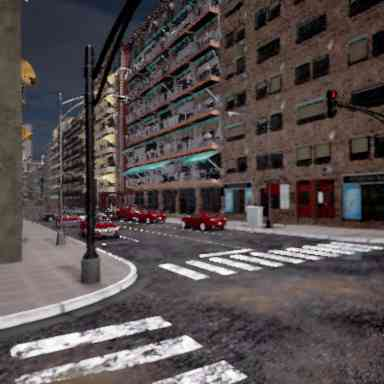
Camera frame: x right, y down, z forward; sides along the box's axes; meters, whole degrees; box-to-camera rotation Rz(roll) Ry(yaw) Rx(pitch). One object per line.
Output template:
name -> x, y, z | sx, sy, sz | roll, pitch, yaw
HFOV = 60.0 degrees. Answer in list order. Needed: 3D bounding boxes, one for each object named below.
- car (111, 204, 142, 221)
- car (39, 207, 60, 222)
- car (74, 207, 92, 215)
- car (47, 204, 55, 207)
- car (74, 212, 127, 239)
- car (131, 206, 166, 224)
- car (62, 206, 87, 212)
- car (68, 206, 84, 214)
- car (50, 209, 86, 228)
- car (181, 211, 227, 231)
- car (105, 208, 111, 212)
car -> -7.111, 2.320, 38.111 | 2.192, 1.841, 5.009 | -1, -1, -31
car -> -16.934, 2.778, 39.160 | 1.947, 1.339, 4.313 | -1, -1, -31
car -> -18.886, 3.238, 57.448 | 1.947, 1.339, 4.313 | -1, -1, -31
car -> -36.549, 3.997, 86.476 | 2.192, 1.841, 5.009 | -1, -1, -31
car -> -5.891, 2.173, 21.034 | 1.802, 1.307, 4.206 | -1, -1, -31
car -> -4.159, 2.384, 33.273 | 1.887, 1.381, 4.507 | -1, -1, -31
car -> -12.567, 2.567, 36.769 | 2.128, 1.511, 4.902 | 0, -2, -31
car -> -21.833, 3.385, 62.284 | 1.887, 1.381, 4.507 | -1, -1, -31
car -> -11.056, 2.463, 29.512 | 1.802, 1.307, 4.206 | -1, -1, -31
car -> 0.808, 2.106, 25.119 | 1.887, 1.381, 4.507 | -1, -1, -31
car -> -10.050, 2.722, 42.943 | 2.008, 1.369, 4.403 | -1, -1, -31
